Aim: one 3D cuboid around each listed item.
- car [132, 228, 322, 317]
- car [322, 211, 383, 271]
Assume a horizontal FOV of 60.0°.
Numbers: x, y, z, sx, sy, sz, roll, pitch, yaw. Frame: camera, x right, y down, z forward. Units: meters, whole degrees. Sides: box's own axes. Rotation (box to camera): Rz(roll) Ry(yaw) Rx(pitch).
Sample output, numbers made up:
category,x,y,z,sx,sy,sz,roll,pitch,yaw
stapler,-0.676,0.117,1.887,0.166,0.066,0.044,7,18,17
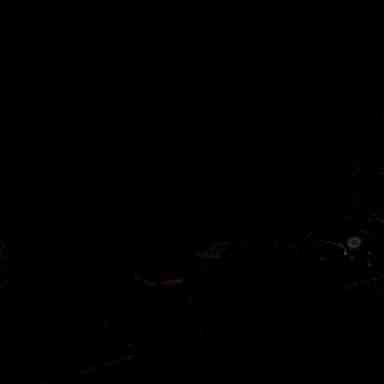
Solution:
category,x,y,z,sx,sy,sz,roll,pitch,yaw
car,0.757,1.545,7.306,4.206,1.307,1.802,-1,0,-36
car,5.345,1.362,10.582,4.097,1.590,1.967,-1,0,-36
